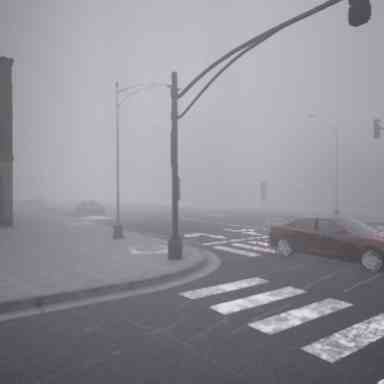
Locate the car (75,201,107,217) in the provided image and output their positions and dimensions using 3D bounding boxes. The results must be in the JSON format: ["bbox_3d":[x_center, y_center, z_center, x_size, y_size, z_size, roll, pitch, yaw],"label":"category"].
[{"bbox_3d":[-9.672,1.529,31.614,1.994,1.385,4.181,-1,1,-36],"label":"car"}]

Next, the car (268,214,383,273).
[{"bbox_3d":[4.886,1.549,11.240,1.882,1.535,5.008,0,0,-36],"label":"car"}]

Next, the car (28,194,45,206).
[{"bbox_3d":[-24.528,1.386,52.405,1.812,1.442,4.674,-1,1,-36],"label":"car"}]
